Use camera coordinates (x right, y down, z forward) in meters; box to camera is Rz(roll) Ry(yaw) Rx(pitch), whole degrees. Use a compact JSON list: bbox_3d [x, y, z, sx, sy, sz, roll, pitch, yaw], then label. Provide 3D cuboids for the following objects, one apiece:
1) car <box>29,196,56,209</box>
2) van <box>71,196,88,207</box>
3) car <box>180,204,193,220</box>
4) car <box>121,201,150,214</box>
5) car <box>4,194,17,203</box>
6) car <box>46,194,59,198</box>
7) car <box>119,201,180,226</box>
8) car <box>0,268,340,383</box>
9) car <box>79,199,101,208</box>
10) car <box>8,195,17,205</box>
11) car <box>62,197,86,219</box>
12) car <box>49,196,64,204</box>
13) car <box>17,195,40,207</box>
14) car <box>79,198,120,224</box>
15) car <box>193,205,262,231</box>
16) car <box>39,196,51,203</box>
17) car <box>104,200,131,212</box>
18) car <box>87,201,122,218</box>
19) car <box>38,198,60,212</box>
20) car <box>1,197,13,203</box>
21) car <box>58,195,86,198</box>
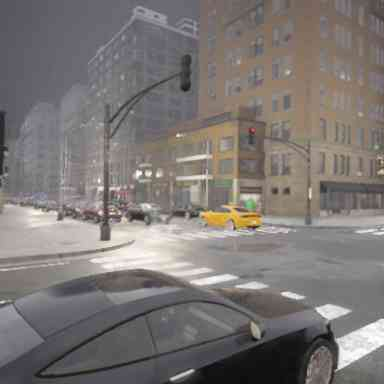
[{"bbox_3d":[-19.671,1.648,43.831,2.008,1.369,4.403,1,-1,-35],"label":"car"},{"bbox_3d":[-19.462,1.575,57.464,1.690,1.788,3.998,1,-1,-35],"label":"van"},{"bbox_3d":[-0.410,1.789,30.440,1.947,1.339,4.313,1,-1,-35],"label":"car"},{"bbox_3d":[-6.762,1.804,39.448,1.802,1.307,4.206,1,-1,-35],"label":"car"},{"bbox_3d":[-38.726,1.674,70.853,1.887,1.381,4.507,1,-1,-35],"label":"car"},{"bbox_3d":[-20.620,1.364,49.693,2.150,2.045,5.566,1,-1,-35],"label":"car"},{"bbox_3d":[-3.325,1.627,25.052,2.128,1.511,4.902,1,-1,-35],"label":"car"},{"bbox_3d":[-0.392,1.544,3.332,4.674,1.442,1.812,1,-1,-38],"label":"car"},{"bbox_3d":[-16.289,1.779,52.959,2.008,1.369,4.403,1,-1,-35],"label":"car"},{"bbox_3d":[-32.374,1.668,61.845,2.008,1.369,4.403,1,-1,-35],"label":"car"},{"bbox_3d":[-10.142,1.534,30.321,1.967,1.590,4.097,1,-1,-35],"label":"car"},{"bbox_3d":[-28.991,1.691,70.975,1.967,1.590,4.097,1,-1,-35],"label":"car"},{"bbox_3d":[-26.021,1.546,52.839,1.967,1.590,4.097,1,-1,-35],"label":"car"},{"bbox_3d":[-6.966,1.535,25.818,1.967,1.590,4.097,1,-1,-35],"label":"car"},{"bbox_3d":[2.401,1.662,22.084,1.882,1.535,5.008,3,-1,-33],"label":"car"},{"bbox_3d":[-35.343,1.703,79.983,1.967,1.590,4.097,1,-1,-35],"label":"car"},{"bbox_3d":[-9.938,1.789,43.952,1.947,1.339,4.313,1,-1,-35],"label":"car"},{"bbox_3d":[-8.666,1.660,32.627,1.812,1.442,4.674,1,-1,-35],"label":"car"},{"bbox_3d":[-16.495,1.677,39.327,1.802,1.307,4.206,1,-1,-35],"label":"car"},{"bbox_3d":[-41.902,1.717,75.357,1.802,1.307,4.206,1,-1,-35],"label":"car"},{"bbox_3d":[-14.482,1.488,40.906,2.097,1.767,4.553,1,-1,-35],"label":"car"}]
